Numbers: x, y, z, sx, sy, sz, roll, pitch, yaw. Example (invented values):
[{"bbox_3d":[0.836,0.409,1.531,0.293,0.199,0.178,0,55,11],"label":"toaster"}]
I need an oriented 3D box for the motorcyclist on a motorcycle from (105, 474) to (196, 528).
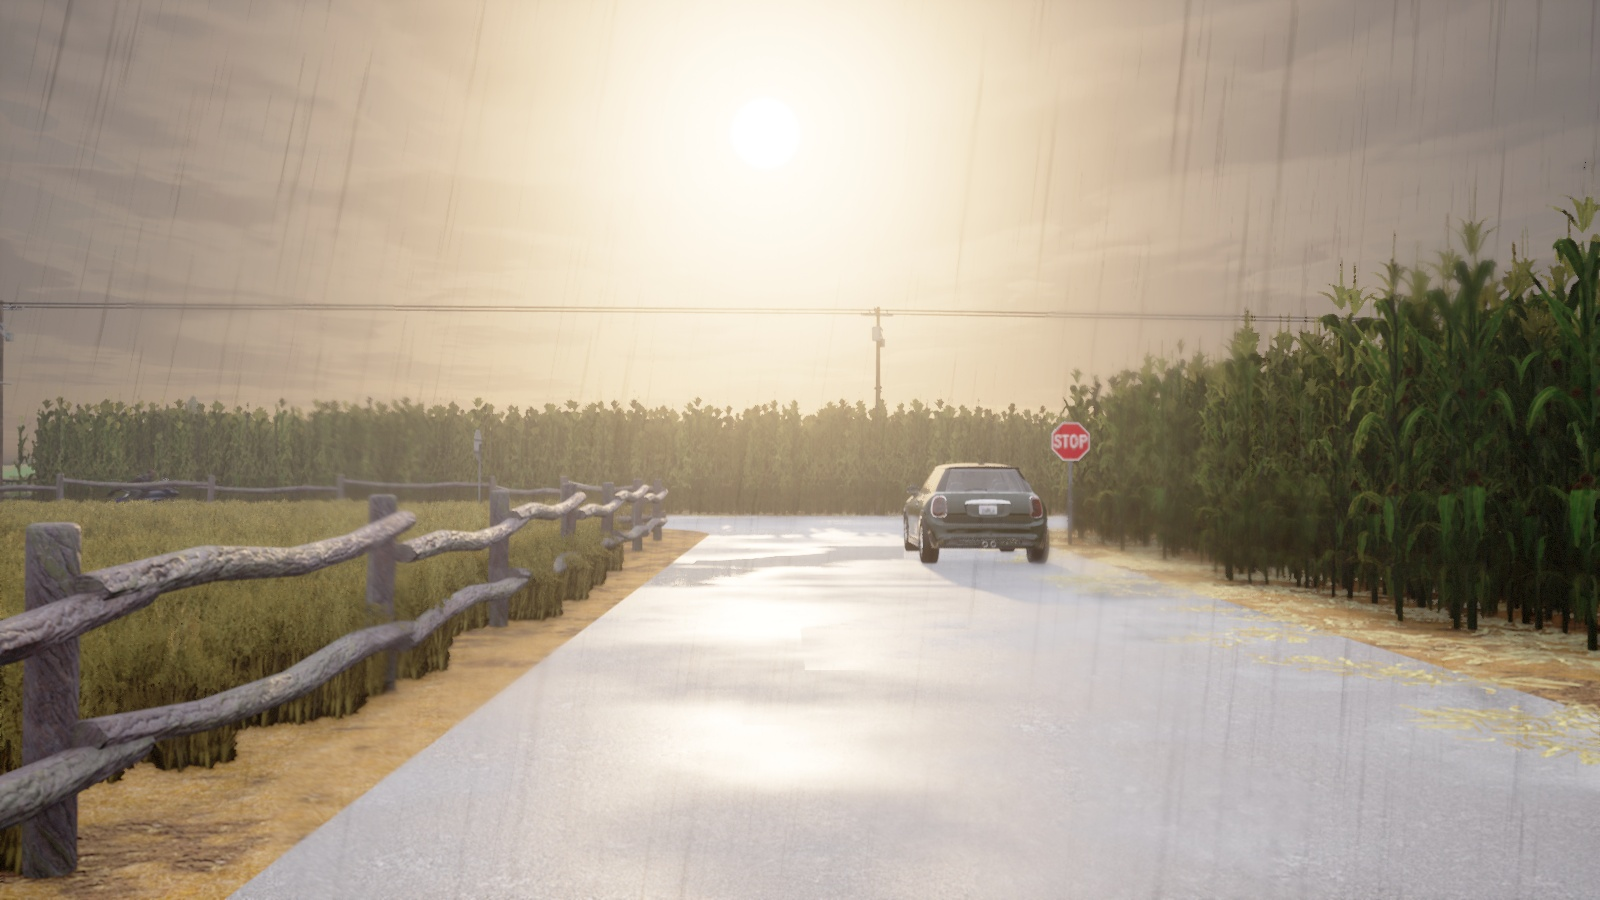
[{"bbox_3d":[-18.872,1.473,36.533,2.191,1.530,0.866,0,-1,0],"label":"motorcyclist on a motorcycle"}]

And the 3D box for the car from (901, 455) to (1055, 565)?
[{"bbox_3d":[3.048,0.998,22.510,2.097,1.767,4.553,0,-1,0],"label":"car"}]
